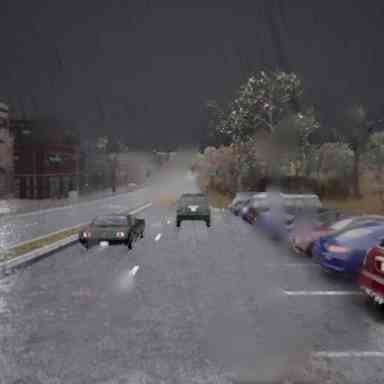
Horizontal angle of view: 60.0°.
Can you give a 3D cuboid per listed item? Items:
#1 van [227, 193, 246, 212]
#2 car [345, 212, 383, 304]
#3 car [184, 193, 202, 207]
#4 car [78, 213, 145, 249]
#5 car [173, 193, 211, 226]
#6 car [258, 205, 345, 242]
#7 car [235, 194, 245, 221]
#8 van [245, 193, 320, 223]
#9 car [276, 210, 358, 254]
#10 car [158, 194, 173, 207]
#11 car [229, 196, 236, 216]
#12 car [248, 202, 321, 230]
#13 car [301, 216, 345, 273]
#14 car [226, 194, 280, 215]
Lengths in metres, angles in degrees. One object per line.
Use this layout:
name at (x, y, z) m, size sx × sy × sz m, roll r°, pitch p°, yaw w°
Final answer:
van at (5.411, 1.054, 27.831) m, size 4.442 × 1.987 × 1.878 m, roll 0°, pitch 1°, yaw 0°
car at (5.505, 1.345, 5.785) m, size 4.553 × 1.767 × 2.185 m, roll 0°, pitch 0°, yaw 0°
car at (0.083, 0.997, 42.100) m, size 2.128 × 1.511 × 4.902 m, roll 0°, pitch 1°, yaw 0°
car at (-3.162, 1.545, 14.167) m, size 1.895 × 1.301 × 4.718 m, roll 0°, pitch 0°, yaw 0°
car at (0.085, 1.093, 22.398) m, size 2.150 × 2.045 × 5.566 m, roll 0°, pitch 1°, yaw 0°
car at (5.503, 1.456, 14.059) m, size 4.792 × 1.488 × 2.163 m, roll 0°, pitch 0°, yaw 0°
car at (5.498, 1.224, 22.447) m, size 4.553 × 1.767 × 2.185 m, roll 0°, pitch 1°, yaw 0°
van at (5.647, 1.153, 19.562) m, size 4.442 × 1.987 × 1.878 m, roll 0°, pitch 1°, yaw 0°
car at (5.536, 1.483, 11.301) m, size 4.674 × 1.452 × 2.002 m, roll 0°, pitch 0°, yaw 0°
car at (-3.167, 0.989, 41.834) m, size 1.882 × 1.535 × 5.008 m, roll 0°, pitch 2°, yaw 0°
car at (5.523, 1.318, 25.076) m, size 4.892 × 1.521 × 2.231 m, roll 0°, pitch 1°, yaw 0°
car at (5.561, 1.432, 16.812) m, size 4.792 × 1.488 × 2.163 m, roll 0°, pitch 0°, yaw 0°
car at (5.532, 1.497, 8.547) m, size 4.674 × 1.452 × 2.002 m, roll 0°, pitch 0°, yaw 0°
car at (5.557, 1.110, 30.585) m, size 4.553 × 1.767 × 2.185 m, roll 0°, pitch 1°, yaw 0°
